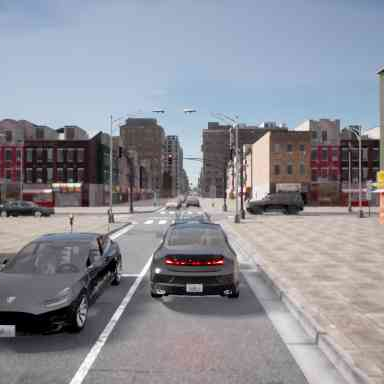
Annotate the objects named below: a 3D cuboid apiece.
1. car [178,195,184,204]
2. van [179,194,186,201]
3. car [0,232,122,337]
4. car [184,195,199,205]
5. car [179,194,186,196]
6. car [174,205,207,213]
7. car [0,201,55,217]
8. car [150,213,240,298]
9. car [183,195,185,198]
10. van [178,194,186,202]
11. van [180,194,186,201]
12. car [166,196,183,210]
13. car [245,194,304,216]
[{"bbox_3d":[-2.547,1.609,50.193,1.887,1.381,4.507,0,0,0],"label":"car"},{"bbox_3d":[-2.479,1.537,89.432,1.690,1.788,3.998,0,0,0],"label":"van"},{"bbox_3d":[-2.622,1.567,6.819,1.947,1.339,4.313,0,0,0],"label":"car"},{"bbox_3d":[0.182,1.635,53.016,1.994,1.385,4.181,0,0,0],"label":"car"},{"bbox_3d":[-2.519,1.554,67.010,1.967,1.590,4.097,0,0,0],"label":"car"},{"bbox_3d":[0.059,1.610,17.707,1.895,1.301,4.718,0,0,1],"label":"car"},{"bbox_3d":[-14.713,1.542,29.512,4.892,1.490,1.837,0,0,0],"label":"car"},{"bbox_3d":[0.085,1.508,8.496,1.837,1.490,4.892,0,0,1],"label":"car"},{"bbox_3d":[-2.538,1.661,55.799,1.802,1.307,4.206,0,0,0],"label":"car"},{"bbox_3d":[-2.489,1.515,83.827,1.690,1.788,3.998,0,0,0],"label":"van"},{"bbox_3d":[-2.470,1.560,95.037,1.690,1.788,3.998,0,0,0],"label":"van"},{"bbox_3d":[-2.557,1.576,44.419,1.752,1.417,4.829,0,0,0],"label":"car"},{"bbox_3d":[8.011,1.239,32.392,5.566,2.045,2.150,0,0,0],"label":"car"}]
